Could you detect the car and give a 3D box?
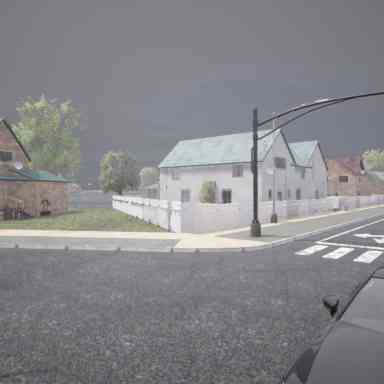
[{"bbox_3d":[2.531,1.524,3.416,1.812,1.442,4.674,0,0,42],"label":"car"}]
